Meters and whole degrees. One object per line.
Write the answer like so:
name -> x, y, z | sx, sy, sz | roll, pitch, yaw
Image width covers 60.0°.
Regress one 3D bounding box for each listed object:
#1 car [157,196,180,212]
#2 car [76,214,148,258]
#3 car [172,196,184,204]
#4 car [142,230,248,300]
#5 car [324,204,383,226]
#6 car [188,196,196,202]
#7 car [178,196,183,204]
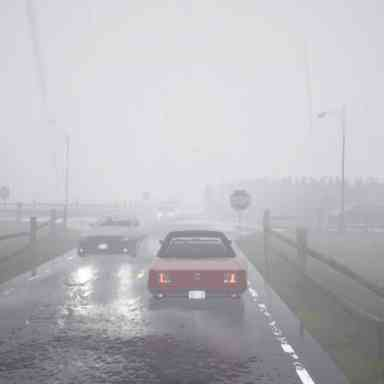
car -> -2.877, 1.564, 38.579 | 2.033, 1.411, 5.357 | 0, 0, 0
car -> -2.860, 1.566, 12.708 | 1.994, 1.385, 4.181 | 0, 0, 0
car -> -2.832, 1.543, 66.341 | 2.128, 1.511, 4.902 | 0, 0, 1
car -> 0.095, 1.603, 8.344 | 1.895, 1.301, 4.718 | 0, 0, 0
car -> 12.700, 1.699, 25.705 | 4.553, 1.767, 2.097 | 1, -1, -1
car -> -0.068, 1.668, 80.340 | 1.895, 1.301, 4.718 | 0, 0, 0
car -> -2.888, 1.510, 51.961 | 1.882, 1.535, 5.008 | 0, 0, 0
